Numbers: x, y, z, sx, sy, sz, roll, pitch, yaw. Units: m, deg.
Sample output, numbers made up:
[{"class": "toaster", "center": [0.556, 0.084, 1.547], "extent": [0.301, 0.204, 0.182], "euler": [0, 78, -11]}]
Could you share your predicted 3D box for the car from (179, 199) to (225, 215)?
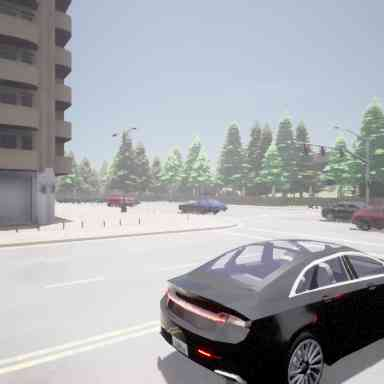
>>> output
[{"class": "car", "center": [0.751, 1.545, 33.214], "extent": [1.895, 1.301, 4.718], "euler": [0, 0, -35]}]

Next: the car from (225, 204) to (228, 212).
[{"class": "car", "center": [2.040, 1.470, 37.474], "extent": [1.812, 1.442, 4.674], "euler": [0, 0, -35]}]

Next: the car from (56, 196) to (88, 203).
[{"class": "car", "center": [-24.030, 1.492, 65.580], "extent": [5.357, 1.411, 2.033], "euler": [0, 0, 15]}]

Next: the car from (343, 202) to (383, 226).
[{"class": "car", "center": [11.148, 1.506, 18.202], "extent": [1.812, 1.442, 4.674], "euler": [0, 0, -35]}]

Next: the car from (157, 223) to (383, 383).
[{"class": "car", "center": [1.847, 1.492, 5.103], "extent": [4.902, 1.511, 2.128], "euler": [0, 0, -35]}]

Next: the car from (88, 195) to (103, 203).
[{"class": "car", "center": [-19.981, 1.447, 67.770], "extent": [4.902, 1.511, 2.128], "euler": [0, 0, 18]}]

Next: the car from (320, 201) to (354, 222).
[{"class": "car", "center": [11.619, 1.453, 23.677], "extent": [1.837, 1.490, 4.892], "euler": [0, 0, -35]}]

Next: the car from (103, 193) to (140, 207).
[{"class": "car", "center": [-10.357, 1.165, 48.669], "extent": [2.150, 2.045, 5.566], "euler": [0, 0, -41]}]
